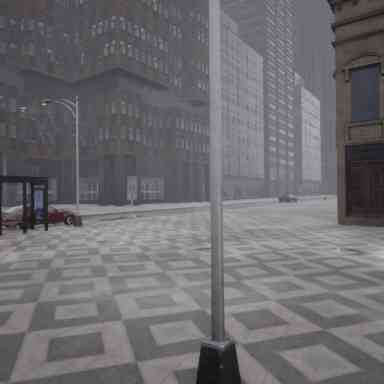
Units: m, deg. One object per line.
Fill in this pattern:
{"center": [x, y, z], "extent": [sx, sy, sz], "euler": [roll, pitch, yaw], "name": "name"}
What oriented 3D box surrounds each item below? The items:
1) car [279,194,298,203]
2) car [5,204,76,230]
{"center": [16.445, 1.110, 56.507], "extent": [1.882, 1.535, 5.008], "euler": [-1, 0, 35], "name": "car"}
{"center": [-9.330, 1.430, 20.314], "extent": [1.812, 1.442, 4.674], "euler": [-1, 0, 35], "name": "car"}
